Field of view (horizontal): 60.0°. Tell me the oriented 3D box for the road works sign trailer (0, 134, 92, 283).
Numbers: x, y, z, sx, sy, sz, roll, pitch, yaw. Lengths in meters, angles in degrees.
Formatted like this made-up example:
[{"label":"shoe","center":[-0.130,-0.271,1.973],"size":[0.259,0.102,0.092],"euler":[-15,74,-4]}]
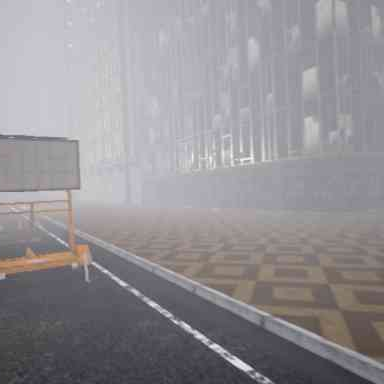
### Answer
[{"label":"road works sign trailer","center":[-4.104,0.381,8.502],"size":[2.380,3.560,2.880],"euler":[-3,2,-32]}]
